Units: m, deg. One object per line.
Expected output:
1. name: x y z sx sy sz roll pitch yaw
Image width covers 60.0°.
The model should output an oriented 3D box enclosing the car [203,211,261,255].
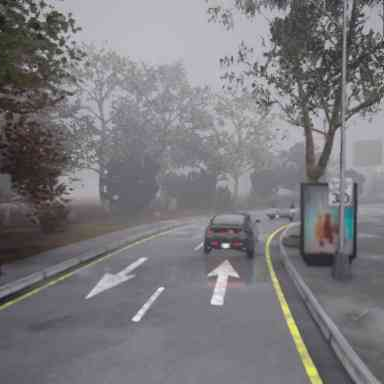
1. car: 1.713 1.555 13.725 1.837 1.490 4.892 0 1 13

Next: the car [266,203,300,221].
1. car: 7.703 1.495 26.432 1.895 1.301 4.718 1 1 38
